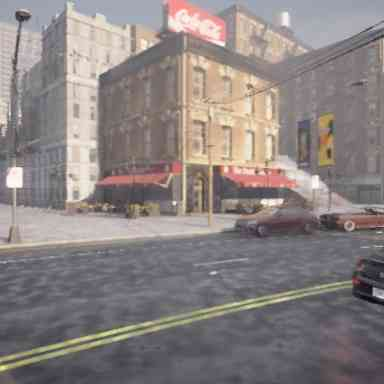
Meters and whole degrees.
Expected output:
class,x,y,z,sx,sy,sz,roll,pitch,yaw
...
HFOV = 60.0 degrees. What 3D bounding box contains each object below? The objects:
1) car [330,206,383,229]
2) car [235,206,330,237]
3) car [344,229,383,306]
class,x,y,z,sx,sy,sz,roll,pitch,yaw
car,9.885,1.506,19.315,4.718,1.301,1.895,0,0,-12
car,4.495,1.442,17.368,4.674,1.452,2.002,0,0,-22
car,5.196,1.494,6.438,4.674,1.442,1.812,0,0,-25
